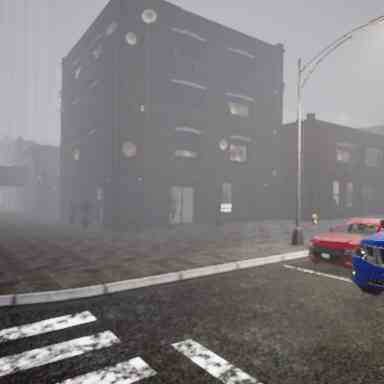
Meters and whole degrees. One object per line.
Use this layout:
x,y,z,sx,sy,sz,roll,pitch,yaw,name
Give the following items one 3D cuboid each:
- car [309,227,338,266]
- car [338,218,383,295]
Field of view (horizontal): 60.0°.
5.574,1.540,10.609,4.507,1.381,1.887,0,1,-35,car
5.946,1.218,7.603,5.566,2.045,2.150,0,0,-36,car
